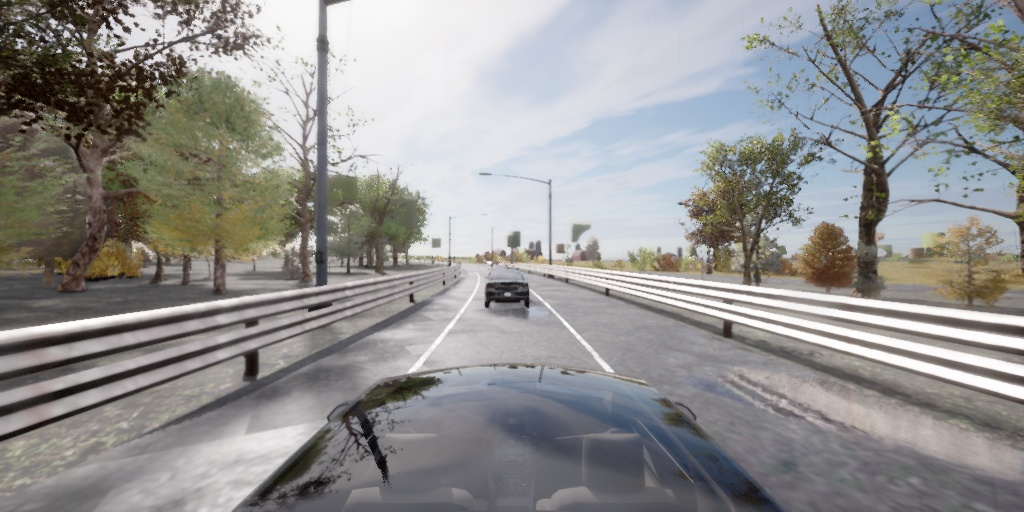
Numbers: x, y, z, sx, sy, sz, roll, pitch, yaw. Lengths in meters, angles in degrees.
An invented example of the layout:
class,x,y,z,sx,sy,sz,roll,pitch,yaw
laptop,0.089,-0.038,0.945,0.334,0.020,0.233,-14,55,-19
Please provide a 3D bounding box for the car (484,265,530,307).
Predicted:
class,x,y,z,sx,sy,sz,roll,pitch,yaw
car,-0.258,1.363,16.450,1.882,1.535,5.008,0,0,-2
